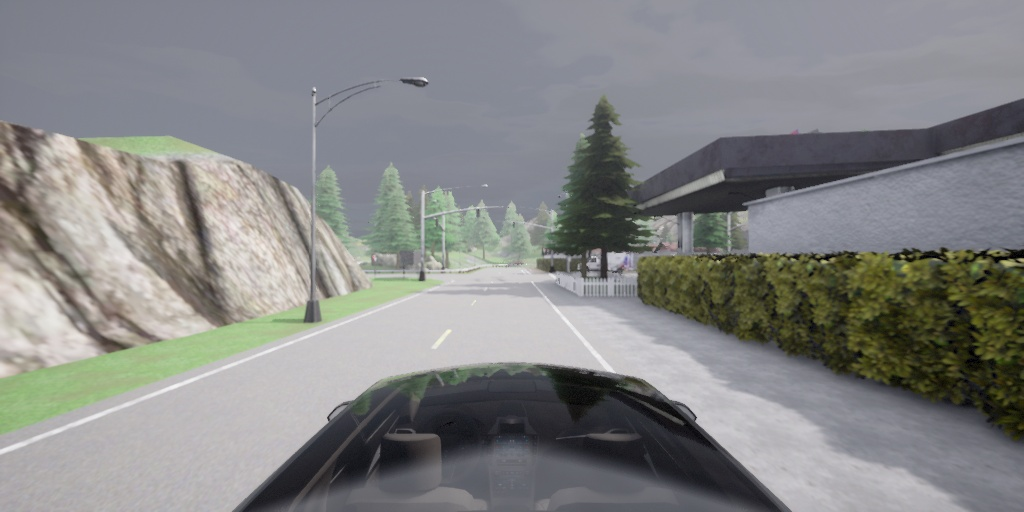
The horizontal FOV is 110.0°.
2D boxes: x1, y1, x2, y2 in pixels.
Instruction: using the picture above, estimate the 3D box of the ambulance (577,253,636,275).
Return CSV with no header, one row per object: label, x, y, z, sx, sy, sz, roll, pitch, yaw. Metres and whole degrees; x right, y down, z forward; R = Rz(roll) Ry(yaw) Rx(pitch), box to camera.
ambulance,10.792,0.880,41.491,6.366,2.431,2.351,0,-1,0
